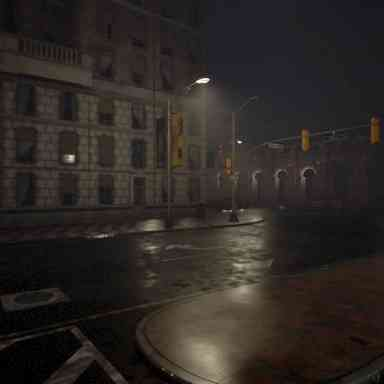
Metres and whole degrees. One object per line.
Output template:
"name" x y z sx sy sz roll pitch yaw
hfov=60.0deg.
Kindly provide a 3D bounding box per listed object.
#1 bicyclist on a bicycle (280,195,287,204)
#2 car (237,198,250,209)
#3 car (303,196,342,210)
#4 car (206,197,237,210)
"bicyclist on a bicycle" 15.552 1.300 56.504 1.656 1.620 0.582 0 0 -36
"car" 5.729 1.505 45.396 1.837 1.490 4.892 0 0 -36
"car" 16.656 1.352 42.679 2.097 1.767 4.553 0 0 -40
"car" 2.929 1.547 43.285 2.033 1.411 5.357 0 0 -36
